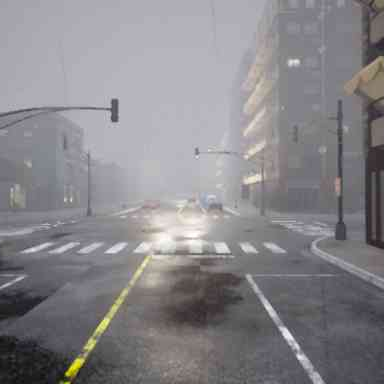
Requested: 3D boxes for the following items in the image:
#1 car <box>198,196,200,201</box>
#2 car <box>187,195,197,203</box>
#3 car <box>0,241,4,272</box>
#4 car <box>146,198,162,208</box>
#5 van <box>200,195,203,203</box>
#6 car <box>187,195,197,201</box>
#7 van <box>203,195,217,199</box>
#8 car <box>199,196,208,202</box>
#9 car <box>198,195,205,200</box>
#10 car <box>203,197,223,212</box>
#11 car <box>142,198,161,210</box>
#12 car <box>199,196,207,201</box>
[{"bbox_3d":[2.695,1.596,67.247,1.752,1.417,4.829,1,0,0],"label":"car"},{"bbox_3d":[-0.007,1.581,68.659,2.128,1.511,4.902,0,0,0],"label":"car"},{"bbox_3d":[-5.647,1.557,6.654,1.887,1.381,4.507,1,0,0],"label":"car"},{"bbox_3d":[-5.684,1.606,50.298,1.887,1.381,4.507,1,0,0],"label":"car"},{"bbox_3d":[2.699,1.406,55.917,1.690,1.788,3.998,1,0,0],"label":"van"},{"bbox_3d":[-0.010,1.430,79.083,2.128,1.511,4.902,0,0,0],"label":"car"},{"bbox_3d":[2.700,1.398,44.754,1.690,1.788,3.998,1,0,0],"label":"van"},{"bbox_3d":[2.694,1.638,78.239,1.947,1.339,4.313,1,0,0],"label":"car"},{"bbox_3d":[2.693,1.614,94.982,1.887,1.381,4.507,1,0,0],"label":"car"},{"bbox_3d":[2.698,1.603,39.175,2.008,1.369,4.403,1,0,0],"label":"car"},{"bbox_3d":[-5.684,1.639,44.718,1.802,1.307,4.206,1,0,0],"label":"car"},{"bbox_3d":[2.693,1.638,83.820,1.947,1.339,4.313,1,0,0],"label":"car"}]
